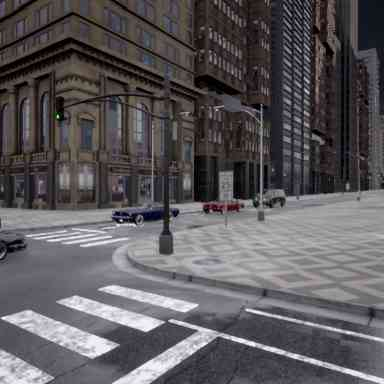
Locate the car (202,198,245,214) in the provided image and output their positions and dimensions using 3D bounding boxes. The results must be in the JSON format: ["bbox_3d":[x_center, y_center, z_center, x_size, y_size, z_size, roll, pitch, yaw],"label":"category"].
[{"bbox_3d":[2.859,1.218,29.740,1.895,1.301,4.718,0,1,35],"label":"car"}]

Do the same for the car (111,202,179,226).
[{"bbox_3d":[-2.943,1.351,21.606,1.895,1.301,4.718,0,1,36],"label":"car"}]

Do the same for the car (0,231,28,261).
[{"bbox_3d":[-7.676,1.480,9.435,2.033,1.411,5.357,0,1,35],"label":"car"}]

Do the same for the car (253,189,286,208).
[{"bbox_3d":[8.998,0.697,38.346,2.150,2.045,5.566,0,1,36],"label":"car"}]
